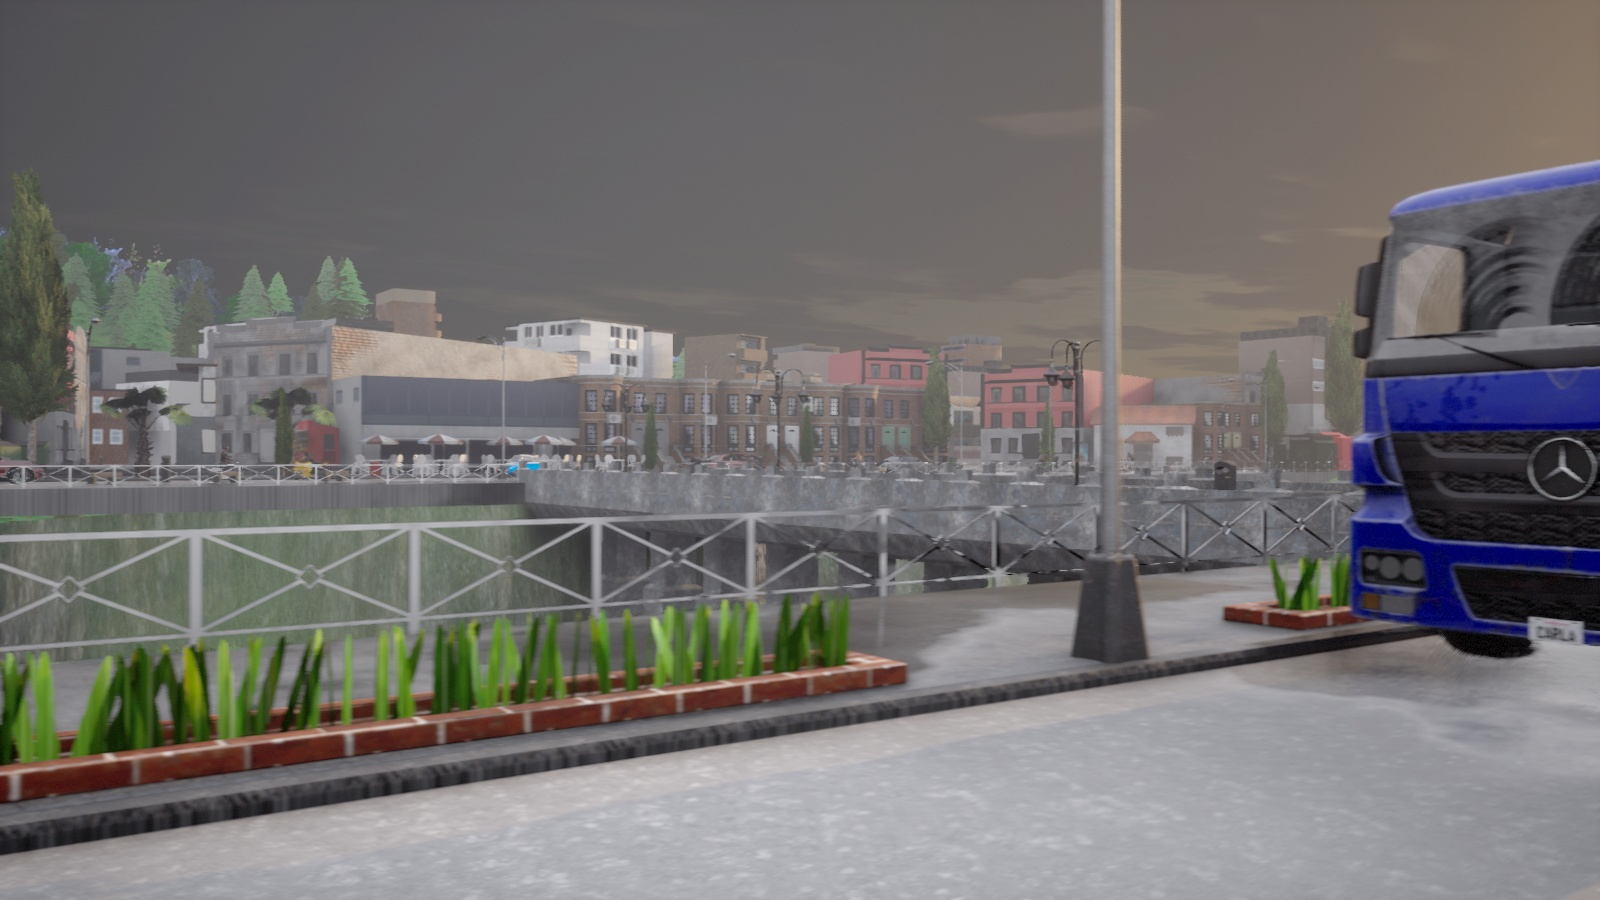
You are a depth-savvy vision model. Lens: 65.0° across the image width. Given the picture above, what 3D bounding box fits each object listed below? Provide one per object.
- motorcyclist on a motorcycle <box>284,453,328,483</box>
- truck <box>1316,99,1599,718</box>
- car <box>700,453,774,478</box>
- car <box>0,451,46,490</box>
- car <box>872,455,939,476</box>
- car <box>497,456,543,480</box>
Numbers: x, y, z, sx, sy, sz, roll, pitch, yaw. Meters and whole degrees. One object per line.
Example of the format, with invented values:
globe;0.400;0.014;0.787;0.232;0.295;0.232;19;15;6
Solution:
motorcyclist on a motorcycle;-26.038;0.944;66.163;2.044;1.523;0.797;0;0;-35
truck;7.561;-0.230;9.535;7.936;3.462;2.891;0;0;-35
car;-3.843;0.955;76.749;4.193;1.474;1.816;0;0;-35
car;-35.664;0.884;54.585;4.856;1.649;2.033;0;0;-35
car;7.113;1.000;84.380;4.181;1.385;1.994;0;0;-35
car;-16.257;1.013;72.976;2.207;1.376;1.481;0;0;-35
